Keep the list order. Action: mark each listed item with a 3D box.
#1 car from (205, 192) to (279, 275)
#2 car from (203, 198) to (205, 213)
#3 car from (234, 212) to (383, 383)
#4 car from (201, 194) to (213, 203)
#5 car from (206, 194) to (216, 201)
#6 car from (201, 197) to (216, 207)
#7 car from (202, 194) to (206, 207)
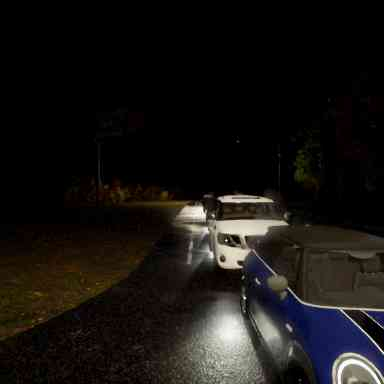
[{"bbox_3d":[1.680,1.160,10.531,2.150,2.045,5.566,0,0,1],"label":"car"},{"bbox_3d":[1.881,1.380,23.119,1.837,1.490,4.892,0,0,1],"label":"car"},{"bbox_3d":[1.936,1.338,4.186,2.097,1.767,4.553,0,0,-1],"label":"car"},{"bbox_3d":[2.718,1.180,59.311,2.128,1.511,4.902,0,1,4],"label":"car"},{"bbox_3d":[4.176,1.168,73.119,1.994,1.385,4.181,0,0,8],"label":"car"},{"bbox_3d":[2.286,1.360,46.373,1.895,1.301,4.718,0,0,1],"label":"car"},{"bbox_3d":[2.058,1.301,33.620,1.882,1.535,5.008,0,0,1],"label":"car"}]
